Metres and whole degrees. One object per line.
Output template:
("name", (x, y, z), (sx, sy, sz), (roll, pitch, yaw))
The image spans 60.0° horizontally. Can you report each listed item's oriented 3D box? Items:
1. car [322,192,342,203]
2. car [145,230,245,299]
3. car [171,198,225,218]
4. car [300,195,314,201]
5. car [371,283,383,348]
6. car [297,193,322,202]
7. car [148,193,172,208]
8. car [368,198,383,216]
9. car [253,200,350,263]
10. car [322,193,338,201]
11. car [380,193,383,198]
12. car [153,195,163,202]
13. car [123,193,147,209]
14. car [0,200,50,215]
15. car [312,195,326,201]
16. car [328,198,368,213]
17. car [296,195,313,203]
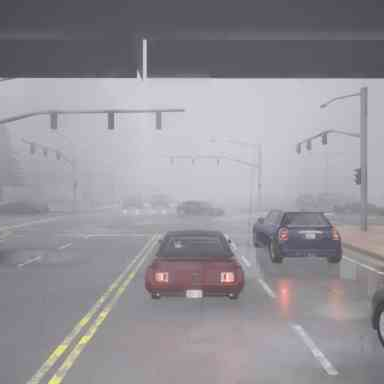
("car", (19.536, 1.156, 48.148), (1.905, 1.878, 3.866), (0, 0, 0))
("car", (0.066, 1.601, 8.384), (1.895, 1.301, 4.718), (0, 0, 0))
("car", (0.703, 1.505, 30.146), (4.892, 1.490, 1.837), (0, 2, 42))
("car", (27.911, 1.395, 80.742), (1.970, 1.475, 3.806), (0, 0, 0))
("car", (3.600, 1.505, 3.062), (1.837, 1.490, 4.892), (0, 0, 0))
("car", (16.642, 1.153, 48.193), (1.932, 1.855, 4.605), (0, 0, 0))
("car", (-4.500, 1.221, 47.099), (2.150, 2.045, 5.566), (0, 0, -1))
("car", (19.253, 1.505, 30.430), (4.892, 1.490, 1.837), (0, 0, 1))
("car", (3.580, 1.352, 12.150), (2.097, 1.767, 4.553), (0, 0, 0))
("car", (33.489, 1.153, 80.809), (1.932, 1.855, 4.605), (0, 0, 0))
("car", (39.086, 1.153, 65.764), (1.932, 1.855, 4.605), (0, 0, 0))
("car", (-8.118, 1.464, 80.260), (1.882, 1.535, 5.008), (0, 0, 0))
("car", (-7.994, 1.222, 45.753), (2.150, 2.045, 5.566), (0, 0, 0))
("car", (-16.942, 1.547, 32.963), (5.357, 1.411, 2.033), (0, 0, 7))
("car", (30.806, 1.364, 80.750), (1.784, 1.438, 3.905), (0, 0, 0))
("car", (16.667, 1.564, 33.962), (4.181, 1.385, 1.994), (0, 0, 1))
("car", (22.189, 1.395, 65.623), (1.970, 1.475, 3.806), (0, 0, 0))
